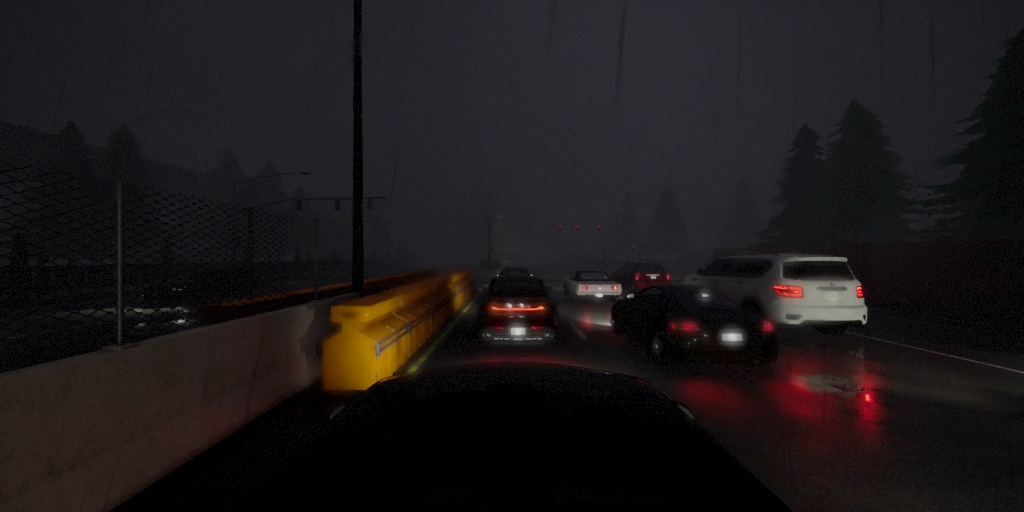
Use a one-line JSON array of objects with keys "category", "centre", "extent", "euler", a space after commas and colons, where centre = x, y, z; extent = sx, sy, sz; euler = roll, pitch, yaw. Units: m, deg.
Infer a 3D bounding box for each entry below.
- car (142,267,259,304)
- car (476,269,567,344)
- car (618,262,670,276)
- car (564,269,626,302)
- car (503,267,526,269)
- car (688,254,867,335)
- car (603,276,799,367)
[{"category": "car", "centre": [-13.966, 1.265, 16.478], "extent": [1.837, 1.490, 4.892], "euler": [0, 0, 0]}, {"category": "car", "centre": [0.120, 1.255, 9.570], "extent": [1.837, 1.490, 4.892], "euler": [0, 0, 0]}, {"category": "car", "centre": [7.147, 1.102, 20.227], "extent": [2.097, 1.767, 4.553], "euler": [0, 0, 0]}, {"category": "car", "centre": [3.639, 1.351, 17.123], "extent": [1.895, 1.301, 4.718], "euler": [0, 0, 0]}, {"category": "car", "centre": [0.141, 1.297, 19.088], "extent": [2.033, 1.411, 5.357], "euler": [0, 0, 0]}, {"category": "car", "centre": [7.124, 0.971, 10.641], "extent": [2.150, 2.045, 5.566], "euler": [0, 0, 0]}, {"category": "car", "centre": [3.624, 1.314, 7.941], "extent": [1.994, 1.385, 4.181], "euler": [0, 0, -1]}]
